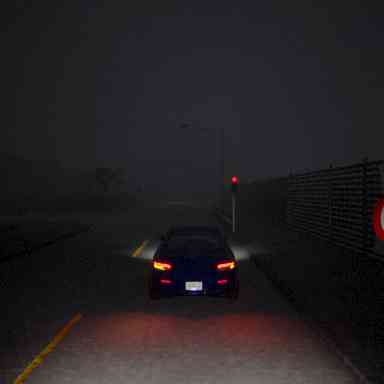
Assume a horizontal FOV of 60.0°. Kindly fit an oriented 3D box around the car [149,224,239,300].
[{"bbox_3d":[0.055,1.526,8.290,1.812,1.442,4.674,0,0,1],"label":"car"}]
